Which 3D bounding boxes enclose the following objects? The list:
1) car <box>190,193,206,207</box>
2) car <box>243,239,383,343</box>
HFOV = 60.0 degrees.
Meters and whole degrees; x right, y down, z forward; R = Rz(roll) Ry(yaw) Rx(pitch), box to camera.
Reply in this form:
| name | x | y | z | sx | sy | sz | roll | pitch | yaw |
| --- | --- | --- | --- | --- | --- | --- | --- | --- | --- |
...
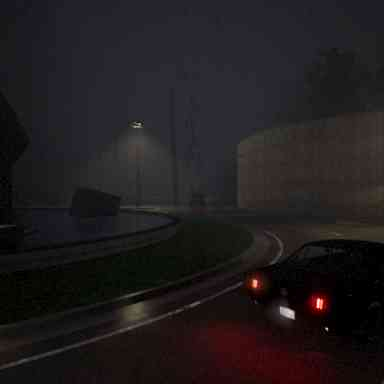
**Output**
| name | x | y | z | sx | sy | sz | roll | pitch | yaw |
| --- | --- | --- | --- | --- | --- | --- | --- | --- | --- |
| car | 0.959 | 1.221 | 50.977 | 2.150 | 2.045 | 5.566 | 0 | 0 | 4 |
| car | 3.316 | 1.601 | 6.466 | 4.718 | 1.301 | 1.895 | 0 | 0 | -35 |
